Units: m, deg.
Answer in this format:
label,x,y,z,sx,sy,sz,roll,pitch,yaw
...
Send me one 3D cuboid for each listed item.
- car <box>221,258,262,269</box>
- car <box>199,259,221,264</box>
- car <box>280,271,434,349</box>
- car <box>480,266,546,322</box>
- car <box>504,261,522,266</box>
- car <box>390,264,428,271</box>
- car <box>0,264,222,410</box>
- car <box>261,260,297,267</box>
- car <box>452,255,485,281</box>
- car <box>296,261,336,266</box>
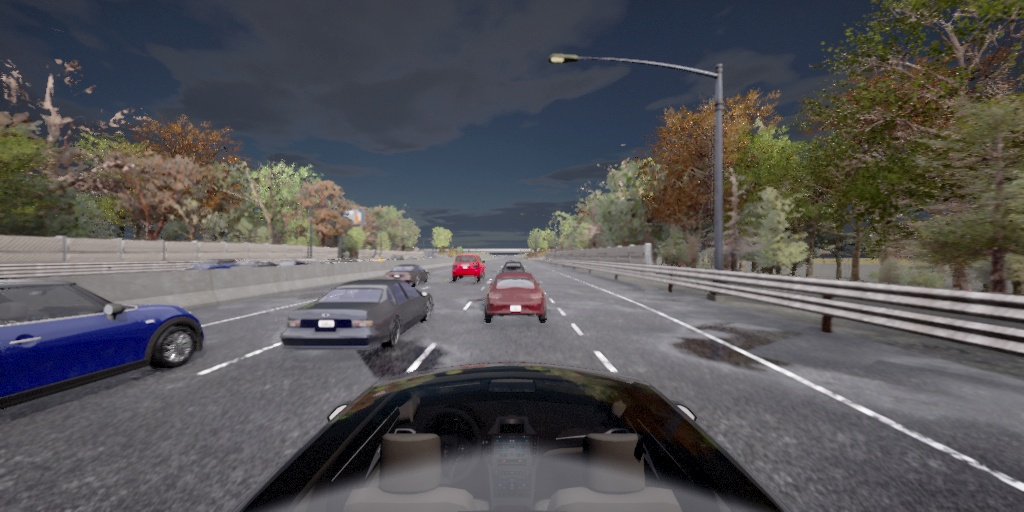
label,x,y,z,sx,sy,sz,roll,pitch,yaw
car,-24.585,1.166,34.311,2.128,1.511,4.902,0,0,0
car,-28.086,1.027,33.855,2.097,1.767,4.553,0,0,0
car,-3.398,1.277,9.072,2.033,1.411,5.357,0,0,0
car,0.102,1.248,12.041,1.812,1.442,4.674,0,0,0
car,0.105,1.187,29.646,1.837,1.490,4.892,0,0,0
car,-6.897,1.242,23.986,2.033,1.411,5.357,0,0,0
car,-6.900,1.093,4.904,2.097,1.767,4.553,0,0,0
car,-21.088,1.200,34.113,1.812,1.442,4.674,0,0,0
car,-3.400,0.906,28.740,2.150,2.045,5.566,0,0,0
car,-17.591,1.276,33.547,1.895,1.301,4.718,0,0,0
